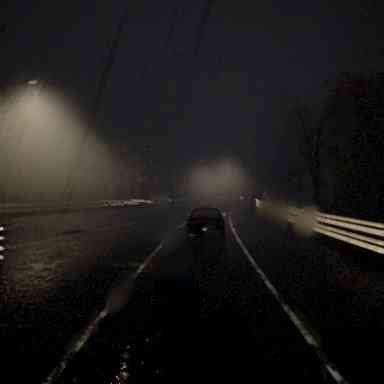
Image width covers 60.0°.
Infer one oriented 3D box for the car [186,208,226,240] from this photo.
[{"bbox_3d":[0.765,1.574,17.654,1.882,1.535,5.008,0,0,4],"label":"car"}]
